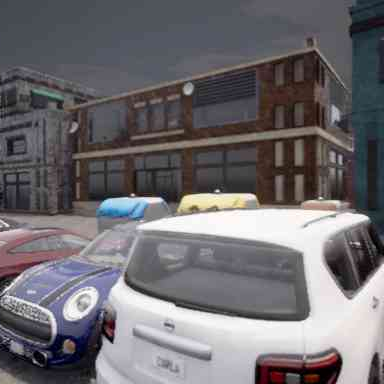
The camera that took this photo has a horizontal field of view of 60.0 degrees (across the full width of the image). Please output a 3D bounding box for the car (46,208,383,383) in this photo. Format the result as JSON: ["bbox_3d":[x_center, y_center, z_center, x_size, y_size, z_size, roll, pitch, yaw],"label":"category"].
[{"bbox_3d":[1.383,1.228,4.399,2.435,2.045,5.566,0,0,35],"label":"car"}]

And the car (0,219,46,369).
[{"bbox_3d":[-0.915,1.355,6.021,2.185,1.767,4.553,0,0,35],"label":"car"}]

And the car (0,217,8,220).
[{"bbox_3d":[-7.820,1.487,10.851,2.231,1.521,4.892,0,0,35],"label":"car"}]
